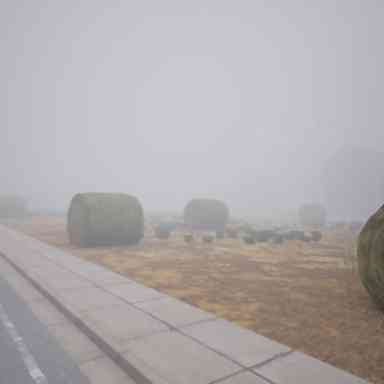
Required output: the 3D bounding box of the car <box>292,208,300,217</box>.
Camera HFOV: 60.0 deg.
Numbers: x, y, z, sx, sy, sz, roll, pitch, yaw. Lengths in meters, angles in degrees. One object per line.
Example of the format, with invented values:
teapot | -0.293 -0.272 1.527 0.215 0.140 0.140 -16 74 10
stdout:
car | 23.367 4.257 71.476 3.866 1.878 1.905 -1 3 6
